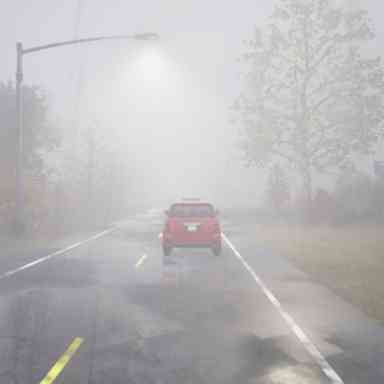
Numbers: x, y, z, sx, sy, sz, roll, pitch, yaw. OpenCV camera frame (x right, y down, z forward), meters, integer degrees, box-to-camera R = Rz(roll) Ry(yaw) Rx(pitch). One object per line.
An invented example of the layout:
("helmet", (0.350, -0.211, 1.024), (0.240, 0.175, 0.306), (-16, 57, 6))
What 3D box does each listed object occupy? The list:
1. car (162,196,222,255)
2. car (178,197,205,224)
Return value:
("car", (-0.004, 1.354, 14.017), (2.150, 2.045, 5.566), (0, 0, 0))
("car", (-0.054, 1.500, 29.003), (2.150, 2.045, 5.566), (0, 0, 0))
